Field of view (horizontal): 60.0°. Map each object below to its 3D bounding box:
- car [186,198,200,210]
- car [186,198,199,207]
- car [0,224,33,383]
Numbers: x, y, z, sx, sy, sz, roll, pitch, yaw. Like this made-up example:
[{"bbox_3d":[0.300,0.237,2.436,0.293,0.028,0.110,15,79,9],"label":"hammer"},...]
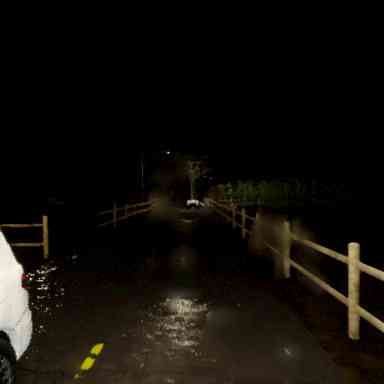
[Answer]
[{"bbox_3d":[0.120,1.757,45.915,1.895,1.301,4.718,0,0,0],"label":"car"},{"bbox_3d":[0.146,1.735,55.896,2.128,1.511,4.902,0,-1,0],"label":"car"},{"bbox_3d":[-2.842,1.223,1.434,2.150,2.045,5.566,0,0,0],"label":"car"}]
